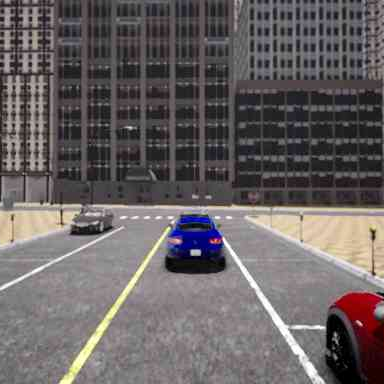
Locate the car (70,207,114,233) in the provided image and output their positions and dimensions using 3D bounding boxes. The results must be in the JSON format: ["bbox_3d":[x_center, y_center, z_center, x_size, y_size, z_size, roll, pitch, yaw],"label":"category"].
[{"bbox_3d":[-5.789,1.599,19.714,2.008,1.369,4.403,1,0,0],"label":"car"}]

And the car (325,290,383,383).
[{"bbox_3d":[2.700,1.447,2.769,1.967,1.590,4.097,1,0,0],"label":"car"}]

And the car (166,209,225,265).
[{"bbox_3d":[0.108,1.555,11.702,1.812,1.442,4.674,0,0,0],"label":"car"}]

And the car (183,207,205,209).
[{"bbox_3d":[0.127,1.656,22.700,1.895,1.301,4.718,0,0,0],"label":"car"}]
